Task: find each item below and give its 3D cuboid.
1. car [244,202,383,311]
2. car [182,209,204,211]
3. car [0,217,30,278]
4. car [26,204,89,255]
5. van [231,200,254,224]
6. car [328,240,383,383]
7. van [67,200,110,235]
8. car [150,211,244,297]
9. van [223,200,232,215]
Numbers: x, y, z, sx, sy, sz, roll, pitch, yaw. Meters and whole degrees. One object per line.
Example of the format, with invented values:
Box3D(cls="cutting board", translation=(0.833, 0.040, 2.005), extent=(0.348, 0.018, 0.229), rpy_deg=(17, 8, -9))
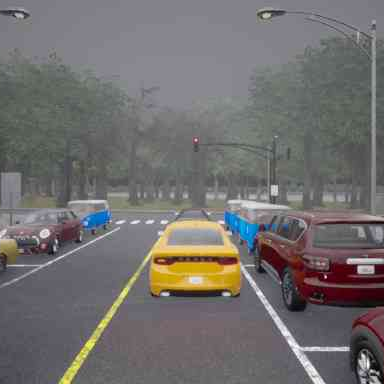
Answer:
Box3D(cls="car", translation=(2.756, 1.315, 7.661), extent=(2.192, 1.841, 5.009), rpy_deg=(0, 0, 0))
Box3D(cls="car", translation=(0.046, 1.566, 17.538), extent=(1.994, 1.385, 4.181), rpy_deg=(0, 0, 0))
Box3D(cls="car", translation=(-5.769, 1.526, 7.484), extent=(1.752, 1.417, 4.829), rpy_deg=(0, 0, 0))
Box3D(cls="car", translation=(-5.773, 1.441, 13.092), extent=(1.967, 1.590, 4.097), rpy_deg=(0, 0, 0))
Box3D(cls="van", translation=(2.752, 1.342, 13.098), extent=(1.690, 1.788, 3.998), rpy_deg=(0, 0, 0))
Box3D(cls="car", translation=(2.760, 1.440, 2.223), extent=(1.967, 1.590, 4.097), rpy_deg=(0, 0, 0))
Box3D(cls="van", translation=(-5.778, 1.343, 18.530), extent=(1.690, 1.788, 3.998), rpy_deg=(0, 0, 0))
Box3D(cls="car", translation=(0.080, 1.478, 8.616), extent=(1.882, 1.535, 5.008), rpy_deg=(0, 0, 0))
Box3D(cls="van", translation=(2.747, 1.343, 18.536), extent=(1.690, 1.788, 3.998), rpy_deg=(0, 0, 0))
